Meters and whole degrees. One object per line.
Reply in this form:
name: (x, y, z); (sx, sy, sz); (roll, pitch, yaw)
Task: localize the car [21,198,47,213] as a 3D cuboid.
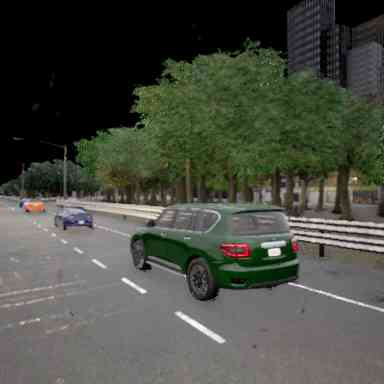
car: (-20.053, 1.663, 42.177); (2.097, 1.767, 4.553); (0, -1, -31)

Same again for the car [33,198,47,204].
car: (-35.216, 2.071, 77.309); (1.837, 1.490, 4.892); (0, 0, -10)

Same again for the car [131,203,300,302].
car: (0.234, 1.299, 8.866); (2.150, 2.045, 5.566); (0, -1, -31)

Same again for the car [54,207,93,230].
car: (-7.978, 1.705, 22.342); (1.812, 1.442, 4.674); (0, -1, -31)
